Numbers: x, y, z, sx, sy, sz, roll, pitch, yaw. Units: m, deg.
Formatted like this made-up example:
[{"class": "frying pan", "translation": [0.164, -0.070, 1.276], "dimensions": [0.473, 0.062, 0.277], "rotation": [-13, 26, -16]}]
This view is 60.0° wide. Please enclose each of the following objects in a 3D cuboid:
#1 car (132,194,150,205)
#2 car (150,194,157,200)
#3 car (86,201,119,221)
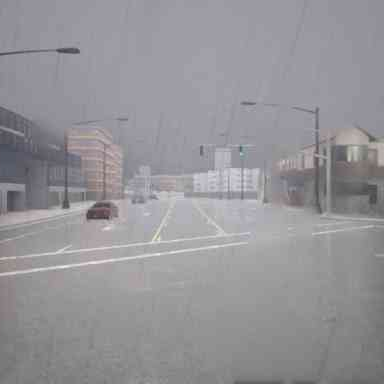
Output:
[{"class": "car", "translation": [-8.251, 1.158, 51.989], "dimensions": [2.128, 1.511, 4.902], "rotation": [0, 1, -2]}, {"class": "car", "translation": [-9.168, 1.196, 77.783], "dimensions": [2.033, 1.411, 5.357], "rotation": [0, -1, -2]}, {"class": "car", "translation": [-7.391, 1.557, 27.726], "dimensions": [1.882, 1.535, 5.008], "rotation": [0, 0, -2]}]
